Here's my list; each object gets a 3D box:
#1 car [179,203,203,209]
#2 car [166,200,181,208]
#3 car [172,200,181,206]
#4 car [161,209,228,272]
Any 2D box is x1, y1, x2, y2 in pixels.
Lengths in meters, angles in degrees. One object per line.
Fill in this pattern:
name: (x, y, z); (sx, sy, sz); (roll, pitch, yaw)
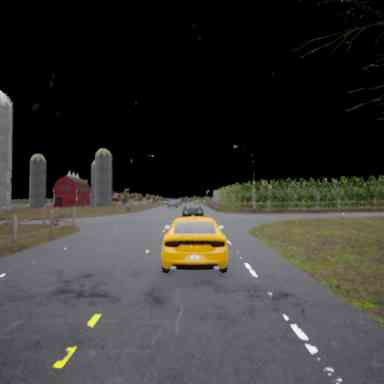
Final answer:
car: (0.077, 1.814, 31.408); (1.895, 1.301, 4.718); (-1, -1, 0)
car: (-3.559, 2.158, 60.833); (1.837, 1.490, 4.892); (0, -1, 0)
car: (-3.510, 2.468, 76.658); (1.812, 1.442, 4.674); (0, -1, 0)
car: (0.081, 1.559, 11.128); (1.882, 1.535, 5.008); (0, 0, 0)
